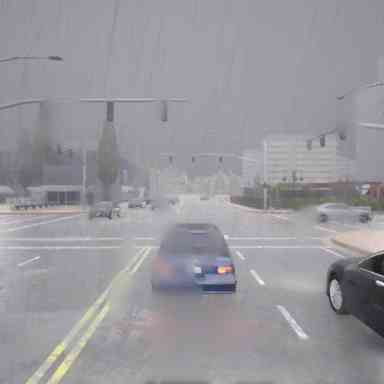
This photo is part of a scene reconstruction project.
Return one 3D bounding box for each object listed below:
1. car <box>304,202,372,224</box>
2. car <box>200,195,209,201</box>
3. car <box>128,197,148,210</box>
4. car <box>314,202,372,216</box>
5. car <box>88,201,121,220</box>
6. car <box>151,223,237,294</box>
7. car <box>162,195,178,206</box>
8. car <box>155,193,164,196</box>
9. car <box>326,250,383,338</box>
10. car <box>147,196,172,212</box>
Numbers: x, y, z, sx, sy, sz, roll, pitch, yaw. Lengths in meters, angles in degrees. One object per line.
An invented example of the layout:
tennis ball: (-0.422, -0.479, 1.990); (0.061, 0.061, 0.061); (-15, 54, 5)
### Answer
car: (10.696, 1.524, 24.494); (4.674, 1.442, 1.812); (0, 0, 2)
car: (3.207, 1.547, 84.585); (1.994, 1.385, 4.181); (0, 0, 0)
car: (-7.251, 1.502, 43.999); (1.837, 1.490, 4.892); (0, 0, 0)
car: (14.337, 1.599, 31.831); (4.718, 1.301, 1.895); (0, 0, 1)
car: (-7.197, 1.504, 27.725); (1.837, 1.490, 4.892); (0, 0, 0)
car: (0.052, 1.547, 8.906); (2.033, 1.411, 5.357); (0, 0, 0)
car: (-3.783, 1.597, 55.820); (1.895, 1.301, 4.718); (0, 0, 0)
car: (-7.257, 1.220, 74.100); (2.150, 2.045, 5.566); (0, 0, 0)
car: (3.546, 1.505, 4.662); (1.837, 1.490, 4.892); (0, 0, 0)
car: (-3.736, 1.502, 39.128); (1.837, 1.490, 4.892); (0, 0, 0)
